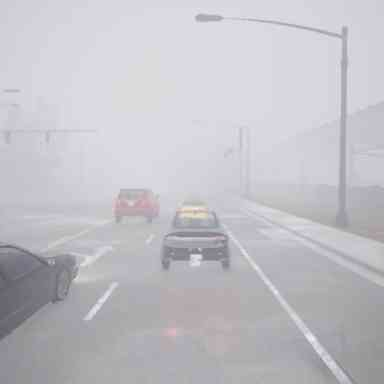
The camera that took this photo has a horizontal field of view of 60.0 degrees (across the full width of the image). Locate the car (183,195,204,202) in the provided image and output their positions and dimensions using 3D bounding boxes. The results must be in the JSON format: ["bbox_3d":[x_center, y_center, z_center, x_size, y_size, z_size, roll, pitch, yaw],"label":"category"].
[{"bbox_3d":[0.103,0.986,21.555,1.801,1.575,5.366,0,1,0],"label":"car"}]

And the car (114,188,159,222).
[{"bbox_3d":[-3.396,0.750,21.278,2.150,2.045,5.566,0,1,0],"label":"car"}]

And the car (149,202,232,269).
[{"bbox_3d":[0.101,1.289,10.340,2.128,1.511,4.902,0,1,0],"label":"car"}]

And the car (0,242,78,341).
[{"bbox_3d":[-3.396,1.458,4.807,2.033,1.411,5.357,0,1,0],"label":"car"}]
